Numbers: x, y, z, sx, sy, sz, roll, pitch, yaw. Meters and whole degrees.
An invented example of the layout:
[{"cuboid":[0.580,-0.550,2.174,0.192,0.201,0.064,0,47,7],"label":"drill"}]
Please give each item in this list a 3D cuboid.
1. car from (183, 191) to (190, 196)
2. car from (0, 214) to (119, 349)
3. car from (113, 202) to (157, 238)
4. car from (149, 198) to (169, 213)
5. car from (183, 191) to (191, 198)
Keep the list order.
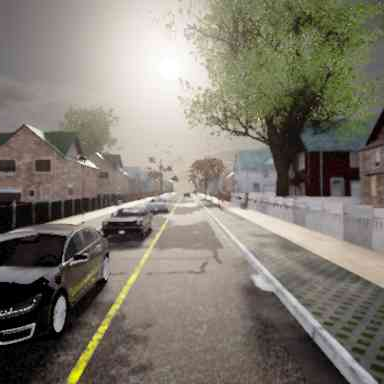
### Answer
[{"cuboid":[-1.443,0.501,92.269,1.895,1.301,4.718,-1,1,-1],"label":"car"},{"cuboid":[-2.932,1.452,6.540,1.837,1.490,4.892,-1,1,-1],"label":"car"},{"cuboid":[-3.088,1.423,16.707,1.895,1.301,4.718,-1,1,-1],"label":"car"},{"cuboid":[-3.248,1.239,32.267,1.895,1.301,4.718,-1,1,-1],"label":"car"},{"cuboid":[-1.278,0.623,81.817,2.033,1.411,5.357,-1,1,-1],"label":"car"}]
